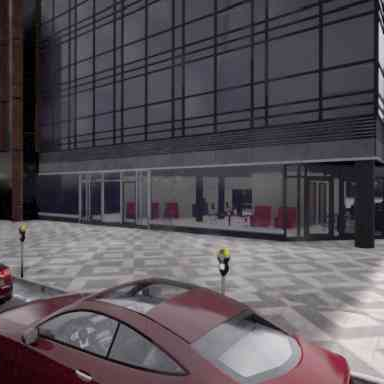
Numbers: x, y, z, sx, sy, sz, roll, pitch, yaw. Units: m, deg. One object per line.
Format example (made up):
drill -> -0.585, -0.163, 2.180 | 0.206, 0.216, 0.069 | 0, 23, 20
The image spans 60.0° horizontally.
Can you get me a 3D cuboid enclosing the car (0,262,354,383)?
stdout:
car -> -0.593, 1.582, 3.377 | 4.206, 1.307, 1.802 | 0, 0, 35
